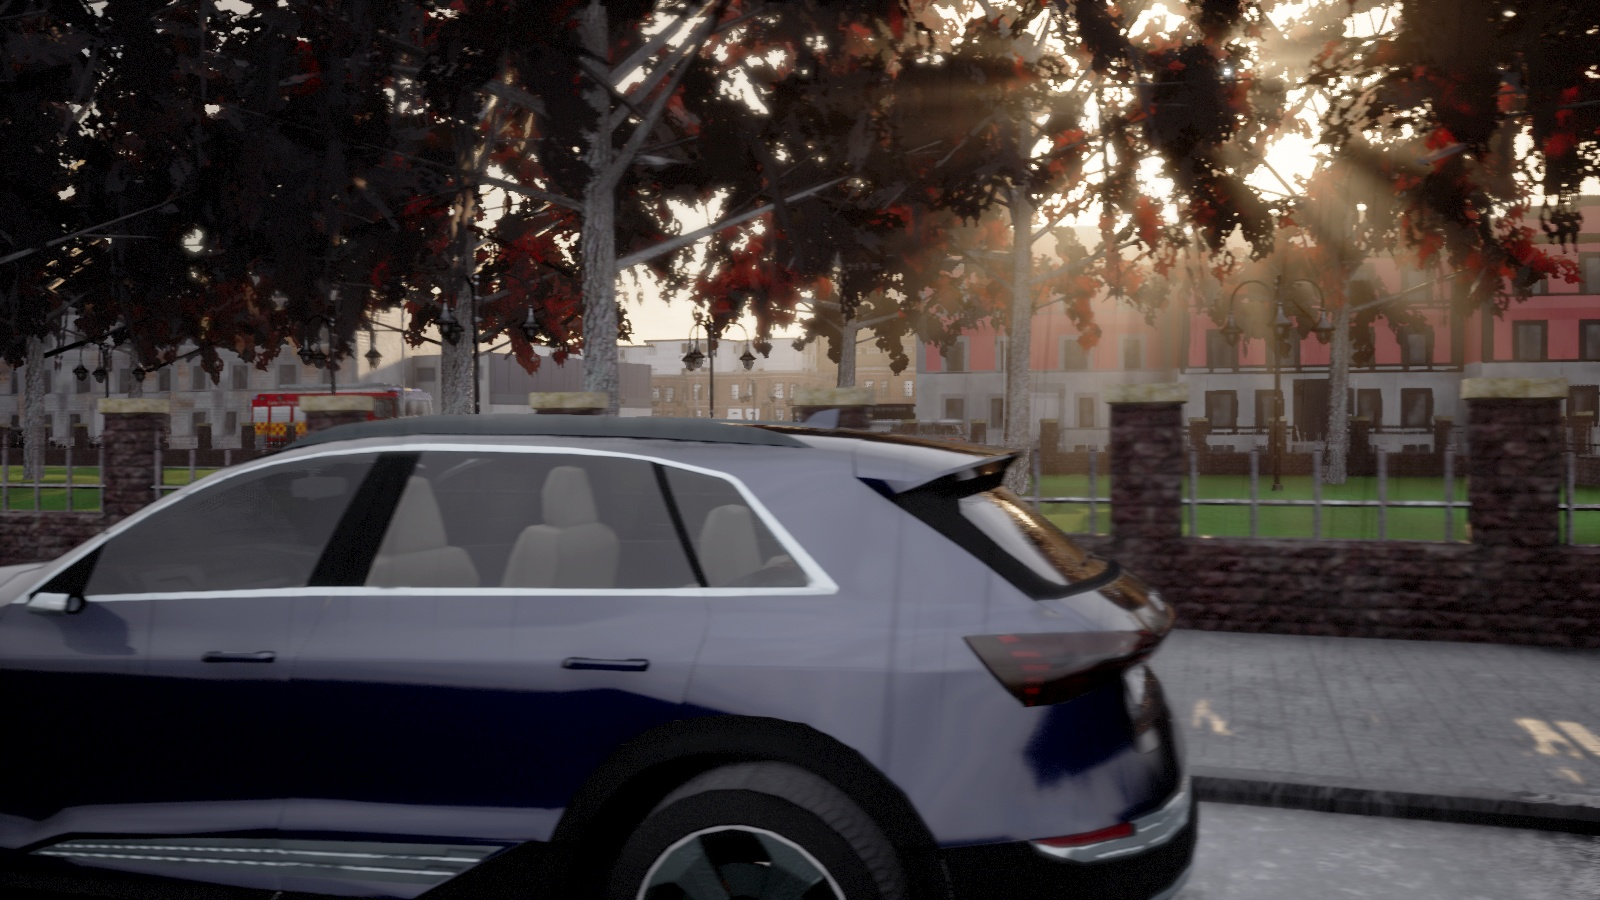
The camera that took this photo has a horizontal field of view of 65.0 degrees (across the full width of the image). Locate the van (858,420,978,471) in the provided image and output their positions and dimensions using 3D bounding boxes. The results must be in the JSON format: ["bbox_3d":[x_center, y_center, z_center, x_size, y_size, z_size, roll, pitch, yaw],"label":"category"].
[{"bbox_3d":[4.682,-0.200,49.930,4.442,1.987,1.775,1,1,19],"label":"van"}]

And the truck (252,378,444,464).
[{"bbox_3d":[-21.068,-1.348,58.569,8.468,3.827,2.891,1,1,19],"label":"truck"}]

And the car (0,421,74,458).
[{"bbox_3d":[-39.838,-0.555,64.870,3.866,1.878,1.905,1,1,18],"label":"car"}]

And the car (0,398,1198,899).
[{"bbox_3d":[-1.244,0.685,4.224,4.856,1.649,2.033,0,1,16],"label":"car"}]
